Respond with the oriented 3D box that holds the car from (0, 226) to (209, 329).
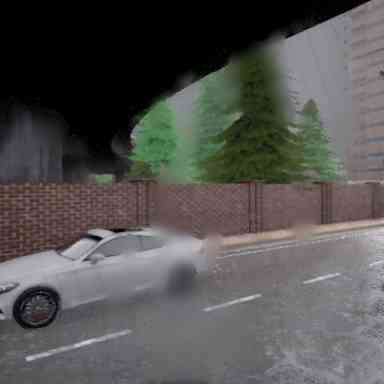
[{"bbox_3d":[-1.758,1.492,7.021,4.674,1.442,1.812,-1,1,-36],"label":"car"}]
